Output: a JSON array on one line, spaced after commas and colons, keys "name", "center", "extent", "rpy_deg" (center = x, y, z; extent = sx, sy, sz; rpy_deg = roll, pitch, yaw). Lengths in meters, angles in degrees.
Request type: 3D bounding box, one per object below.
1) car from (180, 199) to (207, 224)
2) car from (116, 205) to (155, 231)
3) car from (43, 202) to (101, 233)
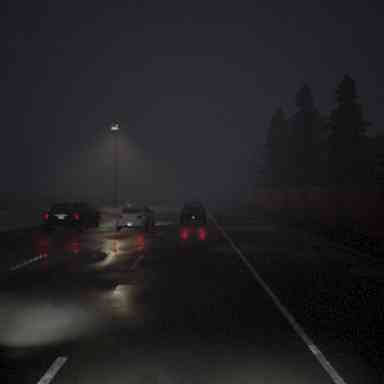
[{"name": "car", "center": [0.099, 1.509, 24.910], "extent": [2.128, 1.511, 4.902], "rpy_deg": [0, 0, 0]}, {"name": "car", "center": [-3.401, 1.538, 20.419], "extent": [1.812, 1.442, 4.674], "rpy_deg": [0, 0, 0]}, {"name": "car", "center": [-6.901, 1.364, 19.648], "extent": [2.097, 1.767, 4.553], "rpy_deg": [0, 0, 0]}]
